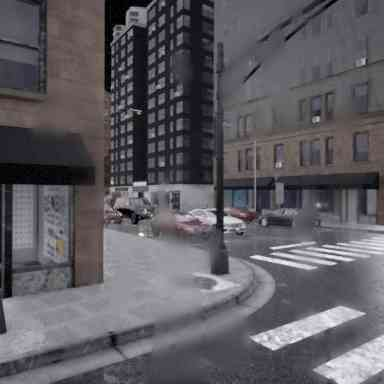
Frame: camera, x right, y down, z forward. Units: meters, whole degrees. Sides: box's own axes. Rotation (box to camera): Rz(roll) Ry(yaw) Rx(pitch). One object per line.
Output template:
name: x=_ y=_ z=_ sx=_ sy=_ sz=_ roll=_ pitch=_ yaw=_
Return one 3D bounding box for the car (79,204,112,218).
car: x=-10.356 y=1.938 z=35.487 sx=1.895 sy=1.301 sz=4.718 roll=0 pitch=-1 yaw=-35

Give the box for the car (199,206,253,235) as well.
car: x=1.071 y=1.662 z=19.126 sx=1.812 sy=1.442 sz=4.674 roll=0 pitch=-1 yaw=-34

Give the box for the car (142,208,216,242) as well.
car: x=-0.645 y=1.700 z=17.098 sx=1.802 sy=1.307 sz=4.206 roll=0 pitch=0 yaw=-35

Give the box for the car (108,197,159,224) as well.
car: x=-4.611 y=1.457 z=27.262 sx=2.150 sy=2.045 sz=5.566 roll=0 pitch=-1 yaw=-35

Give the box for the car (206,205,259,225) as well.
car: x=3.155 y=1.793 z=26.537 sx=1.802 sy=1.307 sz=4.206 roll=0 pitch=0 yaw=-35

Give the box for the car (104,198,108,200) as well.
car: x=-12.698 y=1.807 z=49.187 sx=2.192 sy=1.841 sz=5.009 roll=0 pitch=0 yaw=-35

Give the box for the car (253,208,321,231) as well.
car: x=6.325 y=1.706 z=22.007 sx=2.008 sy=1.369 sz=4.403 roll=0 pitch=0 yaw=-35

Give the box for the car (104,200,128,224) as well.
car: x=-6.988 y=1.669 z=26.160 sx=1.967 sy=1.590 sz=4.097 roll=0 pitch=0 yaw=-35

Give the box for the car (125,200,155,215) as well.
car: x=-6.357 y=1.819 z=40.127 sx=1.967 sy=1.590 sz=4.097 roll=0 pitch=0 yaw=-35
